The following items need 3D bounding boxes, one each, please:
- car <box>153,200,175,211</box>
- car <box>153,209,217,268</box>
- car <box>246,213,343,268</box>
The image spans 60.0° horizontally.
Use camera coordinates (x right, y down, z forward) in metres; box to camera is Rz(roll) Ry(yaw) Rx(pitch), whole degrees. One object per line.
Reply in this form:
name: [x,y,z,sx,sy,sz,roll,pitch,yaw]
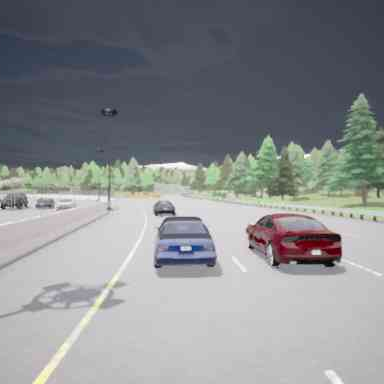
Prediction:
car: [-2.764,1.495,32.425,1.994,1.385,4.181,0,0,-9]
car: [-0.314,1.522,11.227,2.033,1.411,5.357,0,0,-4]
car: [3.151,1.445,11.280,1.882,1.535,5.008,0,0,-3]
